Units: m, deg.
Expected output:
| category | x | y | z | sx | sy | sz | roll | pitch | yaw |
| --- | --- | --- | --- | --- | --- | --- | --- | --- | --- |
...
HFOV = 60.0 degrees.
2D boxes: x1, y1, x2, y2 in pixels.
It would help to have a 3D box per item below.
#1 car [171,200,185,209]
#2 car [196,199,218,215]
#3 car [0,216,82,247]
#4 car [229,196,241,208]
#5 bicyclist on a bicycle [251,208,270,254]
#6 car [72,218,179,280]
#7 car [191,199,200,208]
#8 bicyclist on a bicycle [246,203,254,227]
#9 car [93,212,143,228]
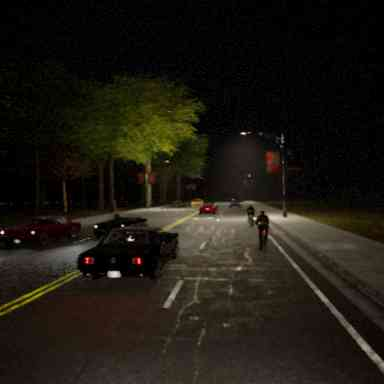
| category | x | y | z | sx | sy | sz | roll | pitch | yaw |
| --- | --- | --- | --- | --- | --- | --- | --- | --- | --- |
| car | -2.388 | 2.178 | 58.447 | 1.994 | 1.385 | 4.181 | -1 | -1 | 7 |
| car | 1.988 | 1.899 | 39.573 | 1.994 | 1.385 | 4.181 | -1 | -1 | 7 |
| car | -7.546 | 1.914 | 17.066 | 1.895 | 1.301 | 4.718 | -1 | -1 | 7 |
| car | 7.313 | 1.945 | 56.308 | 2.033 | 1.411 | 5.357 | -1 | -1 | 7 |
| bicyclist on a bicycle | 2.756 | 1.519 | 12.880 | 0.582 | 1.620 | 1.656 | -1 | -1 | 7 |
| car | -1.628 | 1.731 | 10.344 | 1.895 | 1.301 | 4.718 | -1 | -1 | 7 |
| car | 1.006 | 2.034 | 59.374 | 1.882 | 1.535 | 5.008 | -1 | -1 | 8 |
| bicyclist on a bicycle | 3.877 | 1.582 | 21.937 | 0.582 | 1.620 | 1.656 | -1 | -1 | 7 |
| car | -4.001 | 1.863 | 19.249 | 1.895 | 1.301 | 4.718 | -1 | -1 | 7 |
